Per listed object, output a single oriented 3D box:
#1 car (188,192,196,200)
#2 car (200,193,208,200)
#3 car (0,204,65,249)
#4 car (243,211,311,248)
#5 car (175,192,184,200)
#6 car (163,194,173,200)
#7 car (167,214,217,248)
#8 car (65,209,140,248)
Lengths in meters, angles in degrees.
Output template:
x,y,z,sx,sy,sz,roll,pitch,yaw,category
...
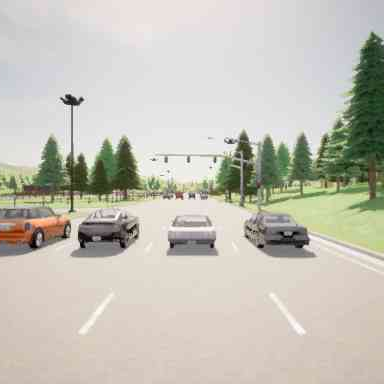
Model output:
x,y,z,sx,sy,sz,roll,pitch,yaw,category
0.000,1.108,93.502,2.150,2.045,5.566,0,0,0,car
3.500,1.426,93.888,2.128,1.511,4.902,0,0,0,car
-7.000,1.363,14.620,2.097,1.767,4.553,0,0,0,car
3.500,1.560,14.650,2.033,1.411,5.357,0,0,0,car
-3.500,1.108,93.502,2.150,2.045,5.566,0,0,0,car
-7.000,1.255,93.858,2.097,1.767,4.553,0,0,0,car
0.000,1.613,14.680,1.895,1.301,4.718,0,0,0,car
-3.500,1.492,14.650,2.128,1.511,4.902,0,0,0,car
